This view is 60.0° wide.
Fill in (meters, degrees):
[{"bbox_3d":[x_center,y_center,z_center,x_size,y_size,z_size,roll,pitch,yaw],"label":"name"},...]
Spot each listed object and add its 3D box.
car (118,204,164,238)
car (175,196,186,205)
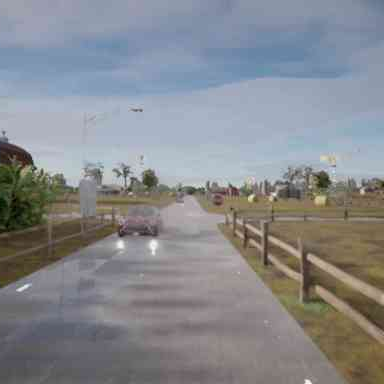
[{"bbox_3d":[-2.829,1.585,19.193,2.097,1.767,4.553,0,-1,0],"label":"car"},{"bbox_3d":[-2.900,2.234,79.597,2.033,1.411,5.357,0,0,0],"label":"car"}]
